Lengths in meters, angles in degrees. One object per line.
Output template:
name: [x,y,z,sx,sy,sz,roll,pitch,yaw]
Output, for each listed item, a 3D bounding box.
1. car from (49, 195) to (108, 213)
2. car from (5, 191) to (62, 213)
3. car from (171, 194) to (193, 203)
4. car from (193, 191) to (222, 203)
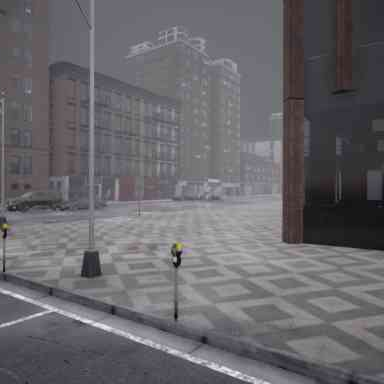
car: [-10.982,1.215,33.154,2.033,1.411,5.357,0,1,36]
car: [-15.332,0.913,32.667,2.150,2.045,5.566,0,1,36]
car: [-1.135,0.960,52.363,1.895,1.301,4.718,0,1,36]
car: [2.803,0.698,52.245,2.097,1.767,4.553,0,1,36]
